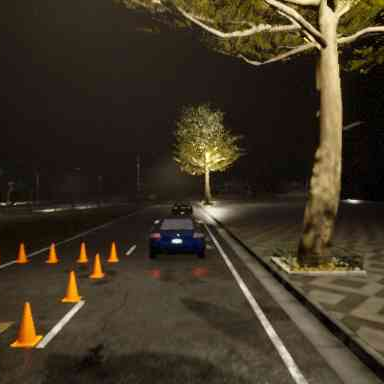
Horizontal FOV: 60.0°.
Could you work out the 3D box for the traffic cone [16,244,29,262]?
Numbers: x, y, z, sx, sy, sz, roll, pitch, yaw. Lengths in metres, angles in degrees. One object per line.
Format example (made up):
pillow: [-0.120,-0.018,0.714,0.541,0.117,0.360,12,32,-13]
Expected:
traffic cone: [-5.605,2.001,10.982,0.340,0.580,0.340,0,0,-1]

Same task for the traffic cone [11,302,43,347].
traffic cone: [-2.492,1.973,5.040,0.340,0.580,0.340,0,0,-1]

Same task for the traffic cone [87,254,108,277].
traffic cone: [-2.568,1.981,9.039,0.340,0.580,0.340,0,0,-1]

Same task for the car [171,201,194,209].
car: [-0.859,1.573,30.367,2.128,1.511,4.902,0,0,-1]

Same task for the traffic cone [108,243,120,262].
traffic cone: [-2.605,1.986,11.039,0.340,0.580,0.340,0,0,-1]

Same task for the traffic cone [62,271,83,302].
traffic cone: [-2.530,1.975,7.040,0.340,0.580,0.340,0,0,-1]

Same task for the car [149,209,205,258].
car: [-0.531,1.589,12.910,1.994,1.385,4.181,0,0,-1]

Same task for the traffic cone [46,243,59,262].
traffic cone: [-4.605,1.996,11.001,0.340,0.580,0.340,0,0,-1]

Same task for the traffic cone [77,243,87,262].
traffic cone: [-3.605,1.991,11.020,0.340,0.580,0.340,0,0,-1]
